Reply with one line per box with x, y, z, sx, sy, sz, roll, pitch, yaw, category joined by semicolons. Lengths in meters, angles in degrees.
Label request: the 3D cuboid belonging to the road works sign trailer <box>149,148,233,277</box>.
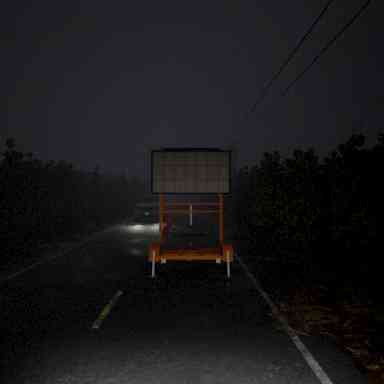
-0.031;0.464;10.200;2.380;3.560;2.880;0;0;0;road works sign trailer

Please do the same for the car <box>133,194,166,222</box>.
-3.284;1.221;26.905;2.150;2.045;5.566;0;0;0;car
